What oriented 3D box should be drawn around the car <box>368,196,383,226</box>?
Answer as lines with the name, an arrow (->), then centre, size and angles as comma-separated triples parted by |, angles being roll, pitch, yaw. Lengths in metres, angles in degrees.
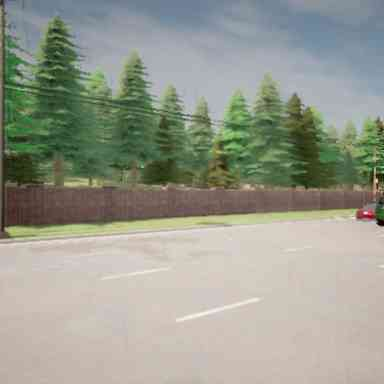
car -> 14.736, 1.288, 22.856 | 5.566, 2.045, 2.150 | 0, 0, -36

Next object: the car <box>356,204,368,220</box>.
car -> 15.511, 1.639, 27.712 | 4.181, 1.385, 1.994 | 0, 0, -36
